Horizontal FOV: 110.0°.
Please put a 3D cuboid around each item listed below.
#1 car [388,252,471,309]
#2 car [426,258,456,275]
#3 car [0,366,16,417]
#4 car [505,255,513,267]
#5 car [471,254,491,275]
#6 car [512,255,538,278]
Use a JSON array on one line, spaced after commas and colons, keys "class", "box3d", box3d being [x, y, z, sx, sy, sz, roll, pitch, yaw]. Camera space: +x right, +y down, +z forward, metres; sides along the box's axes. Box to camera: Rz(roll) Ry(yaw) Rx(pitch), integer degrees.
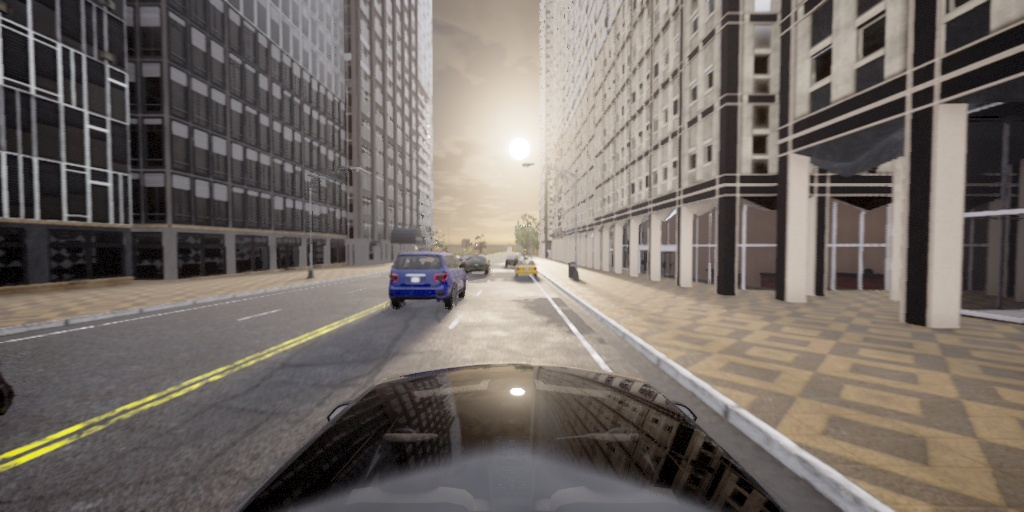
[{"class": "car", "box3d": [-3.151, 0.840, 14.362, 2.150, 2.045, 5.566, 0, 1, 0]}, {"class": "car", "box3d": [-6.582, 0.918, 33.724, 1.837, 1.490, 4.892, 0, 0, 0]}, {"class": "car", "box3d": [-6.558, 1.309, 2.182, 1.994, 1.385, 4.181, 0, 1, 1]}, {"class": "car", "box3d": [0.014, 0.724, 48.960, 1.882, 1.535, 5.008, 0, 1, 0]}, {"class": "car", "box3d": [-3.148, 0.762, 33.788, 2.097, 1.767, 4.553, 0, 1, 0]}, {"class": "car", "box3d": [1.140, 0.910, 29.813, 1.801, 1.575, 5.366, 0, 1, 0]}]
